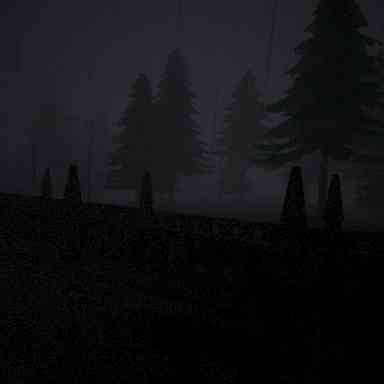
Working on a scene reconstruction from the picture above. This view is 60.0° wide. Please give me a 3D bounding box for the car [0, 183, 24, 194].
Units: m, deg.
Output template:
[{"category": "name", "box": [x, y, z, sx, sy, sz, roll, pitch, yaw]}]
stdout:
[{"category": "car", "box": [-20.923, -0.219, 36.189, 2.128, 1.511, 4.902, 4, 2, 37]}]
